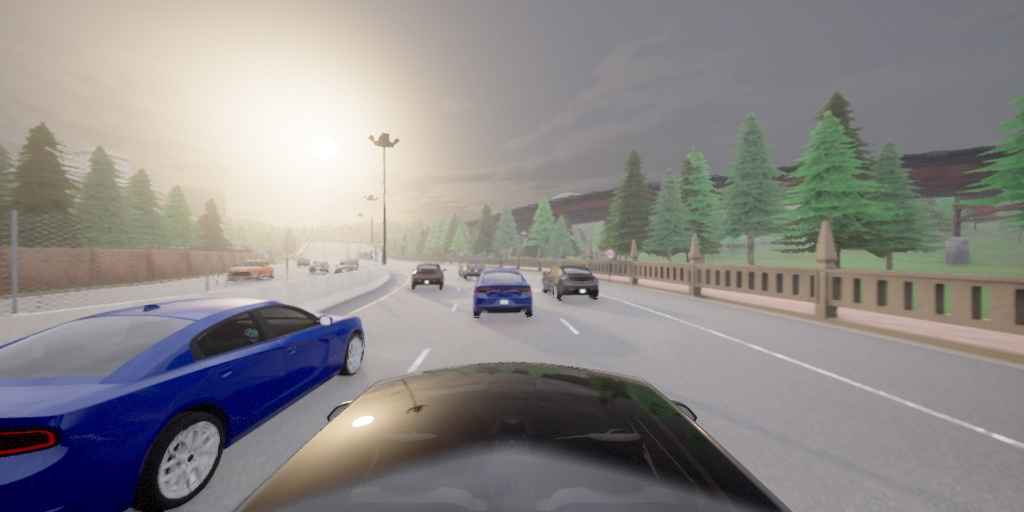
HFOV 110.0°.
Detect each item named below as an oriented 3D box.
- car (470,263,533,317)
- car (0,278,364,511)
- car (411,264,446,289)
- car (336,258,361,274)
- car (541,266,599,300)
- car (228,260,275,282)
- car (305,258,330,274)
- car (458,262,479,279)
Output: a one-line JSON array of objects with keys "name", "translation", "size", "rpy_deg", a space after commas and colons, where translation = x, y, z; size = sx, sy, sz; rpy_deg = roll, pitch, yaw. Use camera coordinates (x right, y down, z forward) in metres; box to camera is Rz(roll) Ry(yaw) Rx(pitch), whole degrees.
[{"name": "car", "translation": [-0.429, 1.192, 13.017], "size": [1.882, 1.535, 5.008], "rpy_deg": [0, 0, -5]}, {"name": "car", "translation": [-3.538, 1.236, 4.354], "size": [1.882, 1.535, 5.008], "rpy_deg": [0, 0, 0]}, {"name": "car", "translation": [-5.257, 1.211, 22.667], "size": [1.837, 1.490, 4.892], "rpy_deg": [0, 0, -10]}, {"name": "car", "translation": [-15.782, 1.209, 34.677], "size": [2.128, 1.511, 4.902], "rpy_deg": [0, 0, -19]}, {"name": "car", "translation": [2.644, 1.191, 17.187], "size": [1.837, 1.490, 4.892], "rpy_deg": [0, 0, -7]}, {"name": "car", "translation": [-21.537, 1.112, 29.796], "size": [2.097, 1.767, 4.553], "rpy_deg": [0, 0, -17]}, {"name": "car", "translation": [-22.079, 1.217, 41.322], "size": [2.128, 1.511, 4.902], "rpy_deg": [0, 0, -24]}, {"name": "car", "translation": [-3.511, 1.217, 31.132], "size": [2.033, 1.411, 5.357], "rpy_deg": [0, 0, -15]}]
